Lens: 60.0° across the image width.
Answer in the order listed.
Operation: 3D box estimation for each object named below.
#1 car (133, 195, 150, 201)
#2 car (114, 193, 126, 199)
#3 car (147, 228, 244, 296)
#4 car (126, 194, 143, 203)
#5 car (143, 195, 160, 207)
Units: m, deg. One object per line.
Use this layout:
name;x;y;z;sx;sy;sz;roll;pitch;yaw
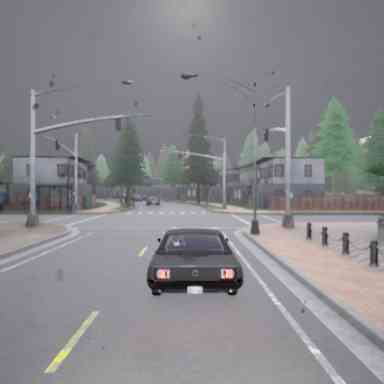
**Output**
car;-10.984;1.270;72.142;1.994;1.385;4.181;0;0;-36
car;-16.990;1.059;80.201;4.674;1.442;1.812;0;0;45
car;0.029;1.573;8.549;1.895;1.301;4.718;0;0;-1
car;-10.817;1.259;64.422;1.837;1.490;4.892;0;0;-25
car;-5.623;1.299;48.047;2.128;1.511;4.902;0;0;-10
